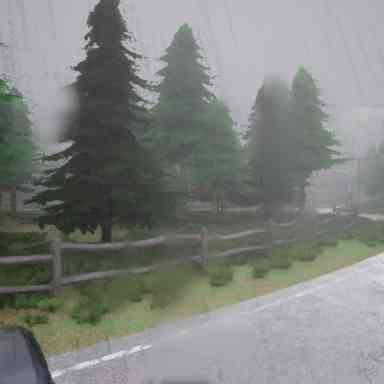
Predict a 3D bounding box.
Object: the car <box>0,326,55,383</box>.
[{"bbox_3d":[-3.333,1.562,1.342,5.357,1.411,2.033,0,-1,-34],"label":"car"}]
